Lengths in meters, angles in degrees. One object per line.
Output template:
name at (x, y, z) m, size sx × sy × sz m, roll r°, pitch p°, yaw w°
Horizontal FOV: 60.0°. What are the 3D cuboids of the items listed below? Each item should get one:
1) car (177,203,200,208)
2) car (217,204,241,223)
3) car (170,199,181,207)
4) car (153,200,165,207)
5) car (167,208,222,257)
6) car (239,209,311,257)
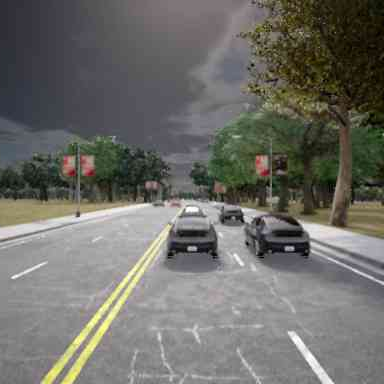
car at (0.032, 1.866, 28.575) m, size 1.994 × 1.385 × 4.181 m, roll 0°, pitch -1°, yaw 1°
car at (3.281, 1.808, 28.510) m, size 1.837 × 1.490 × 4.892 m, roll 0°, pitch 0°, yaw 1°
car at (-3.243, 2.091, 65.810) m, size 2.097 × 1.767 × 4.553 m, roll 0°, pitch -1°, yaw 0°
car at (-6.489, 2.295, 65.662) m, size 1.994 × 1.385 × 4.181 m, roll 0°, pitch -1°, yaw 0°
car at (0.027, 1.646, 13.512) m, size 1.837 × 1.490 × 4.892 m, roll 0°, pitch 0°, yaw 1°
car at (3.277, 1.646, 13.514) m, size 1.837 × 1.490 × 4.892 m, roll 0°, pitch 0°, yaw 1°
